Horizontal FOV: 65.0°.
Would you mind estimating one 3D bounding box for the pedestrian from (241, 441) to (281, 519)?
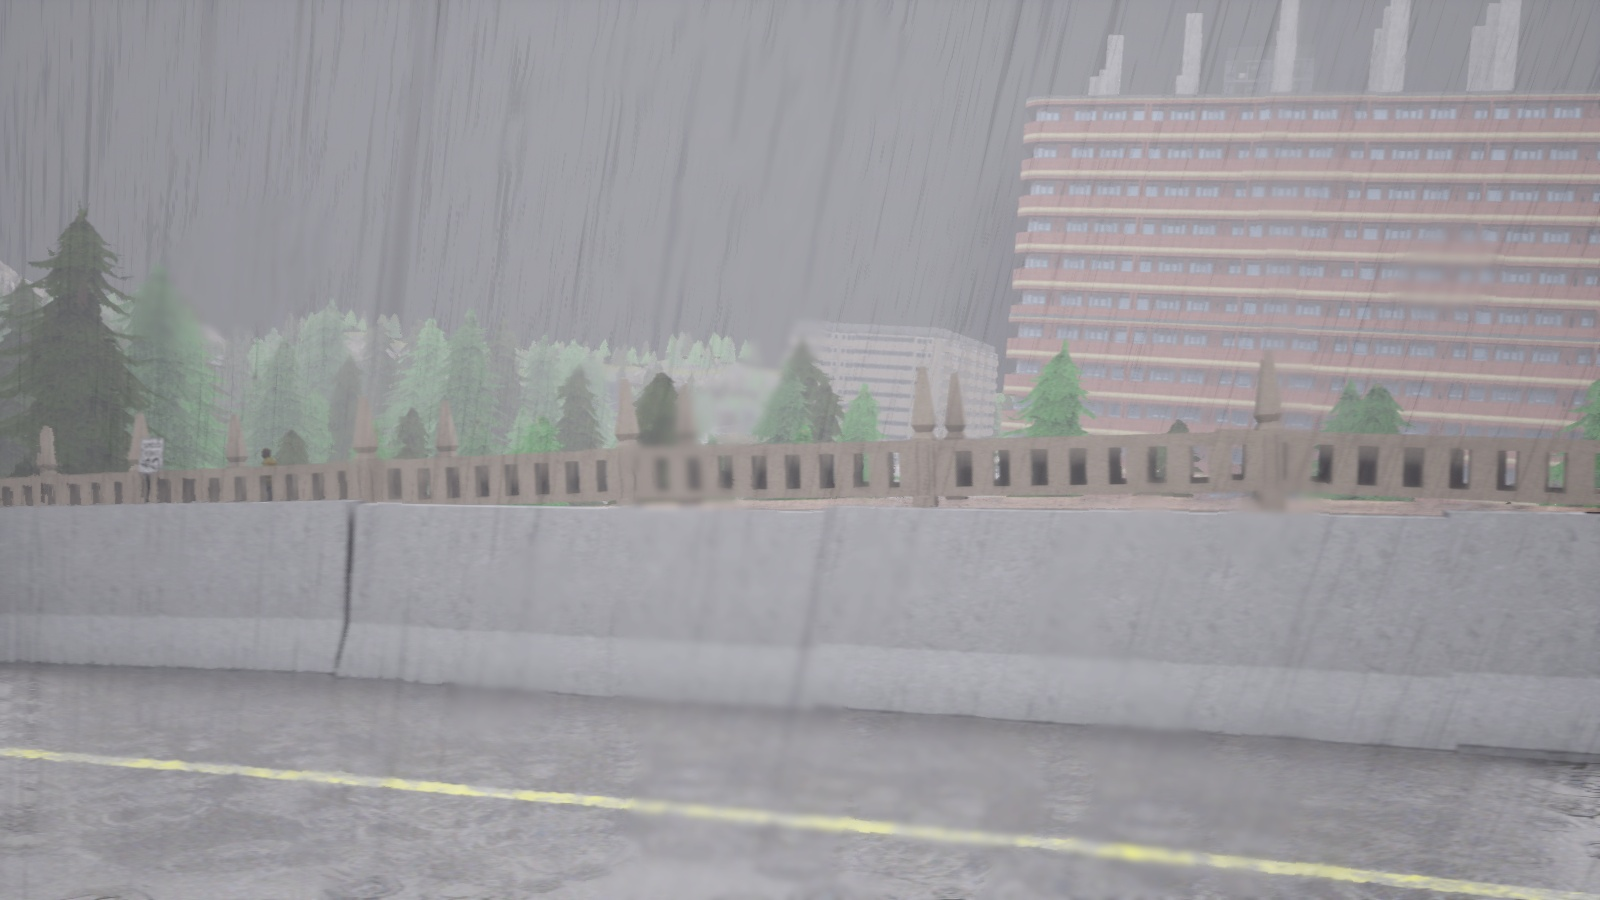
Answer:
[{"bbox_3d":[-13.113,0.718,30.554,0.726,1.835,0.370,5,2,19],"label":"pedestrian"}]
